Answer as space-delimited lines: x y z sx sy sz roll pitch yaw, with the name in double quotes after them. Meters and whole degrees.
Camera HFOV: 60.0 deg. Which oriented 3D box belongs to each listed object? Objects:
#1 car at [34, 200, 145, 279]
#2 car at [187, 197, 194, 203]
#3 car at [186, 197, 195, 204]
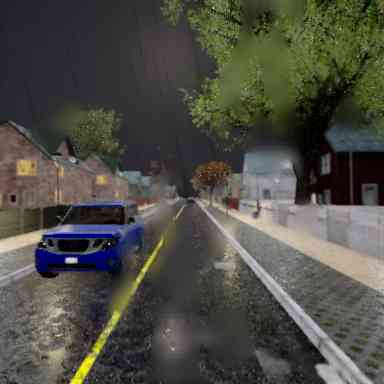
-2.878 1.292 10.705 2.150 2.045 5.566 0 0 0 "car"
-0.333 2.096 88.163 1.812 1.442 4.674 0 -1 0 "car"
-0.293 2.028 77.774 1.882 1.535 5.008 0 -1 0 "car"
